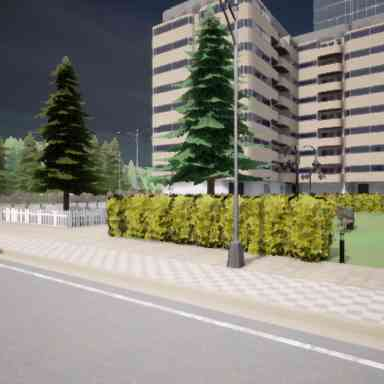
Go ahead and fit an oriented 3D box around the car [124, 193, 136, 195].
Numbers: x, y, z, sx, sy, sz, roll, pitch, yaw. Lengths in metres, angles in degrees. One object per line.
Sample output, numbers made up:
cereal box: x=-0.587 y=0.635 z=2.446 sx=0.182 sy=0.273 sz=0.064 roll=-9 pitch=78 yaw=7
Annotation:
car: x=-13.038 y=1.216 z=67.425 sx=2.150 sy=2.045 sz=5.566 roll=0 pitch=0 yaw=36
